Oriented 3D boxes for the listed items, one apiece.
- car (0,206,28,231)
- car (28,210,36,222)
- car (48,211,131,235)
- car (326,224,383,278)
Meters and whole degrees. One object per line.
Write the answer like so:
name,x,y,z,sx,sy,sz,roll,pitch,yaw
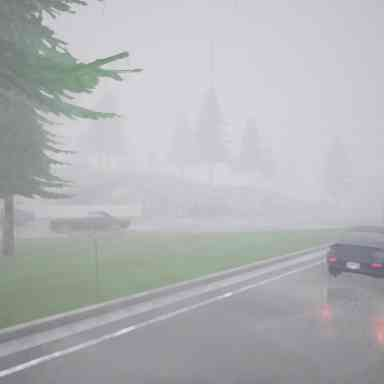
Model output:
car,-13.452,1.755,21.498,4.674,1.442,1.812,1,-1,-23
car,-14.249,1.798,24.954,4.674,1.442,1.812,1,-1,-21
car,-6.221,1.853,20.354,4.718,1.301,1.895,1,-1,-18
car,5.592,1.698,9.993,1.812,1.442,4.674,0,-1,43
